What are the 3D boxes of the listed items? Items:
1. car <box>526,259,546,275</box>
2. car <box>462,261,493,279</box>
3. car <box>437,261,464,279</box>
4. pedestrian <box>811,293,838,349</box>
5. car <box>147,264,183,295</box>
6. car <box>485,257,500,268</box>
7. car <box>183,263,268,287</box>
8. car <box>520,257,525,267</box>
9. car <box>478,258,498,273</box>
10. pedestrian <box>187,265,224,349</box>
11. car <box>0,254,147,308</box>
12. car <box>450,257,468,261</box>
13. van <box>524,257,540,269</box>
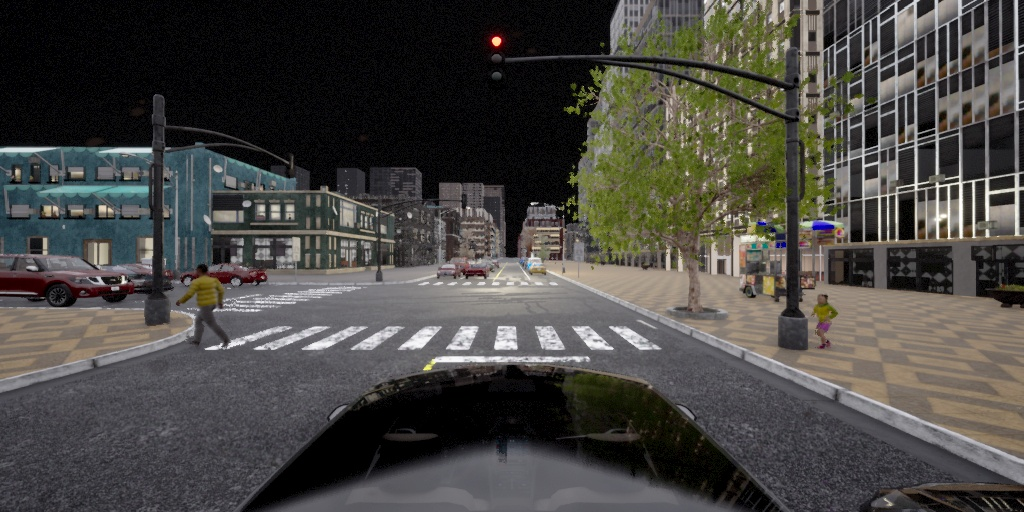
[{"bbox_3d":[2.718,1.279,38.270,1.751,1.417,4.829,0,0,0],"label":"car"},{"bbox_3d":[-3.075,1.354,32.417,1.895,1.301,4.718,0,0,0],"label":"car"},{"bbox_3d":[-5.666,1.335,32.553,1.802,1.307,4.207,0,0,0],"label":"car"},{"bbox_3d":[6.161,1.272,7.037,0.500,1.100,0.500,0,0,0],"label":"pedestrian"},{"bbox_3d":[-18.228,1.083,15.751,5.357,1.411,2.033,1,0,-1],"label":"car"},{"bbox_3d":[-3.037,1.283,57.857,1.812,1.442,4.674,0,0,0],"label":"car"},{"bbox_3d":[-17.262,1.122,21.552,4.507,1.381,1.888,0,0,-1],"label":"car"},{"bbox_3d":[2.730,1.307,54.753,2.007,1.370,4.403,0,0,0],"label":"car"},{"bbox_3d":[-3.064,1.260,43.657,1.837,1.490,4.892,0,0,0],"label":"car"},{"bbox_3d":[-6.628,1.044,7.763,0.375,1.860,0.375,0,0,0],"label":"pedestrian"},{"bbox_3d":[-17.150,0.850,13.173,5.009,1.841,2.192,0,0,-1],"label":"car"},{"bbox_3d":[-5.662,1.069,38.104,2.192,1.841,5.009,0,0,0],"label":"car"},{"bbox_3d":[2.722,1.096,43.651,1.690,1.789,3.998,0,0,0],"label":"van"}]
